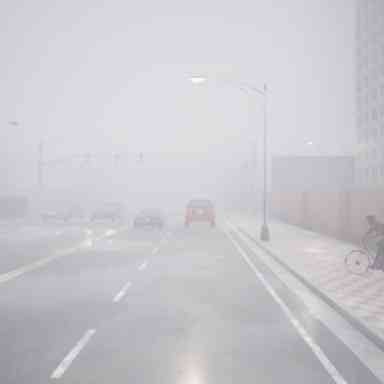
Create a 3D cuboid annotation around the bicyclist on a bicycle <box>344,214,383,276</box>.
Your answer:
[{"bbox_3d":[4.862,1.423,8.783,1.656,1.620,0.582,1,-1,1],"label":"bicyclist on a bicycle"}]

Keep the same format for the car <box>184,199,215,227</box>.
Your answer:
[{"bbox_3d":[0.599,1.509,25.282,2.150,2.045,5.566,0,-1,1],"label":"car"}]

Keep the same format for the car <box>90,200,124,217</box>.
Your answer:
[{"bbox_3d":[-6.486,1.414,26.023,1.837,1.490,4.892,0,-1,1],"label":"car"}]

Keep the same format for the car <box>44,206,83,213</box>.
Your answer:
[{"bbox_3d":[-9.986,1.422,26.095,2.128,1.511,4.902,0,-1,1],"label":"car"}]

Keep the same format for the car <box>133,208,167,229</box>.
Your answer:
[{"bbox_3d":[-2.930,1.819,24.006,1.994,1.385,4.181,0,-1,1],"label":"car"}]
